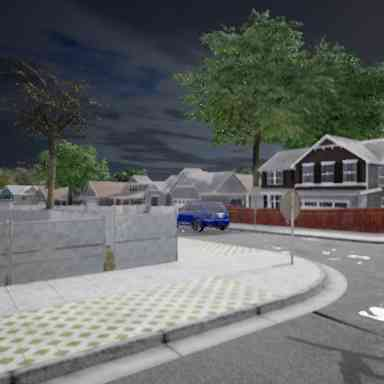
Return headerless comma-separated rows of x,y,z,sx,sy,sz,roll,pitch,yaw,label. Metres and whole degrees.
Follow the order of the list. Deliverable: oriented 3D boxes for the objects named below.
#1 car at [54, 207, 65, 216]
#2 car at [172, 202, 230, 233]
-19.084,2.821,46.529,2.128,1.511,4.902,1,-2,-39,car
0.412,1.785,24.276,2.150,2.045,5.566,1,-2,-33,car
